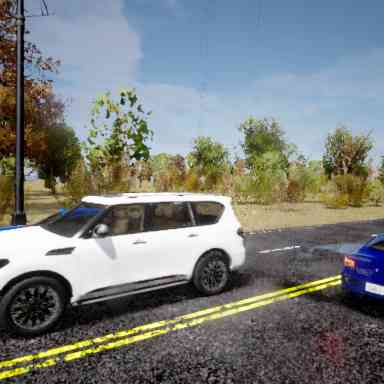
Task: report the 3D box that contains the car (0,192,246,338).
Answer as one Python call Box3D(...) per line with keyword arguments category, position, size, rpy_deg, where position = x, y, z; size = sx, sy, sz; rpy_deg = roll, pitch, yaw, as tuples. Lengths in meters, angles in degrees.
Box3D(category="car", position=(-1.410, 1.043, 6.621), size=(5.566, 2.045, 2.150), rpy_deg=(0, 2, -35))

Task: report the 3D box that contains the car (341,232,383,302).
Box3D(category="car", position=(4.943, 1.453, 6.894), size=(4.674, 1.442, 1.812), rpy_deg=(0, 2, -35))

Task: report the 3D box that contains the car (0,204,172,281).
Box3D(category="car", position=(-3.209, 1.199, 9.336), size=(5.008, 1.535, 1.882), rpy_deg=(0, 2, -35))
